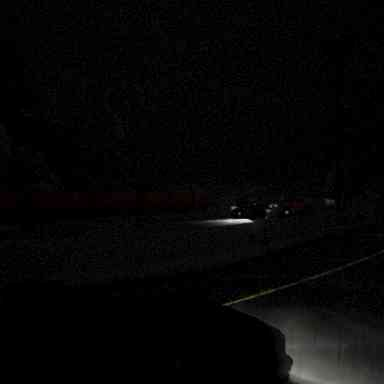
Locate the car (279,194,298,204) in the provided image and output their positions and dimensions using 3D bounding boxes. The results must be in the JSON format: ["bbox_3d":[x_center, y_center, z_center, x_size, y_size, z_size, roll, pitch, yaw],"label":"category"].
[{"bbox_3d":[20.161,1.421,69.712,2.150,2.045,5.566,0,0,-2],"label":"car"}]

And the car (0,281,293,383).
[{"bbox_3d":[-1.479,1.549,2.712,5.357,1.411,2.033,0,0,-38],"label":"car"}]

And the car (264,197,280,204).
[{"bbox_3d":[16.668,1.790,69.474,1.895,1.301,4.718,0,0,-2],"label":"car"}]

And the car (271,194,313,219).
[{"bbox_3d":[9.281,1.341,29.820,2.150,2.045,5.566,0,0,32],"label":"car"}]

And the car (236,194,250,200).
[{"bbox_3d":[8.925,1.425,57.798,2.150,2.045,5.566,0,0,10],"label":"car"}]

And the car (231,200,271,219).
[{"bbox_3d":[5.164,1.670,30.026,1.994,1.385,4.181,0,0,34],"label":"car"}]

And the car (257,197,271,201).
[{"bbox_3d":[10.199,1.682,48.307,1.837,1.490,4.892,0,0,17],"label":"car"}]
